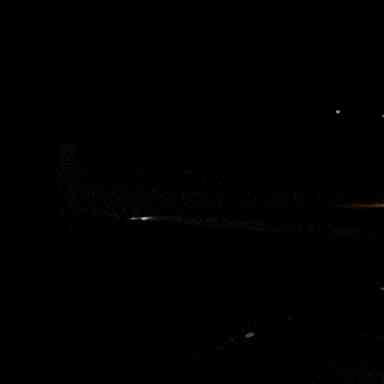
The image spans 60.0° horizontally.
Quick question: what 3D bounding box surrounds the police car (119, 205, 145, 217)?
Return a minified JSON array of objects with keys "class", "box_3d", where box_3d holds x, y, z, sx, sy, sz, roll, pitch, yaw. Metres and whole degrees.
[{"class":"police car","box_3d":[-8.123,2.582,45.173,2.038,1.542,4.974,-2,0,-36]}]
